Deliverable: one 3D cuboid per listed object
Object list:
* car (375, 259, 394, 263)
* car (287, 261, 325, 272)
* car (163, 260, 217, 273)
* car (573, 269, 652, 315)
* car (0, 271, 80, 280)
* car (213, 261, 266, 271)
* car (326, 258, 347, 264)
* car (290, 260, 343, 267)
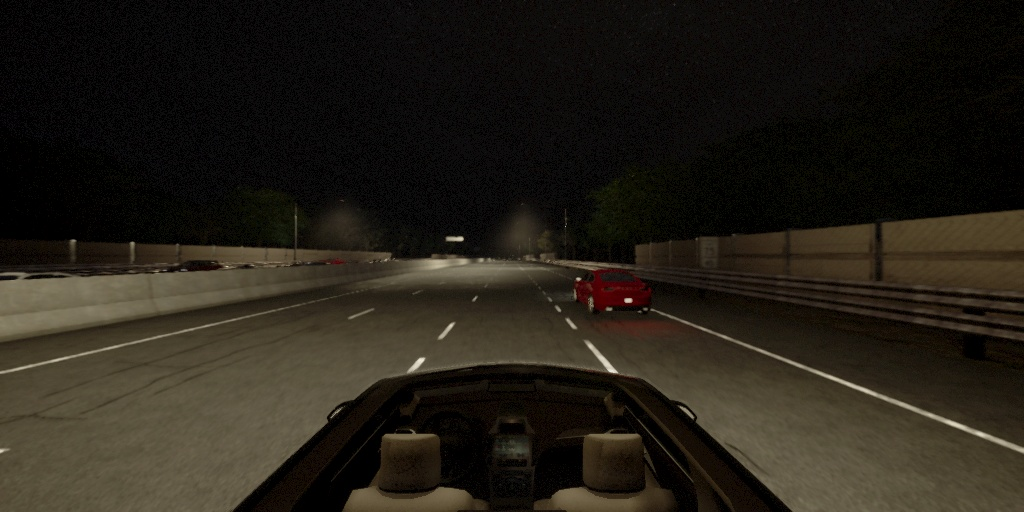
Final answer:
[{"bbox_3d":[-17.588,1.131,49.293,2.128,1.511,4.902,0,0,0],"label":"car"},{"bbox_3d":[-28.088,1.399,49.140,2.033,1.411,5.357,0,0,0],"label":"car"},{"bbox_3d":[-28.089,1.129,31.807,2.097,1.767,4.553,0,0,0],"label":"car"},{"bbox_3d":[3.604,1.240,13.650,1.882,1.535,5.008,0,0,-1],"label":"car"},{"bbox_3d":[-17.582,1.286,12.763,1.812,1.442,4.674,0,0,0],"label":"car"},{"bbox_3d":[-24.584,1.380,33.193,1.895,1.301,4.718,0,0,0],"label":"car"},{"bbox_3d":[-24.588,0.995,49.261,1.882,1.535,5.008,0,0,0],"label":"car"},{"bbox_3d":[-17.593,1.304,32.554,1.812,1.442,4.674,0,0,0],"label":"car"}]
